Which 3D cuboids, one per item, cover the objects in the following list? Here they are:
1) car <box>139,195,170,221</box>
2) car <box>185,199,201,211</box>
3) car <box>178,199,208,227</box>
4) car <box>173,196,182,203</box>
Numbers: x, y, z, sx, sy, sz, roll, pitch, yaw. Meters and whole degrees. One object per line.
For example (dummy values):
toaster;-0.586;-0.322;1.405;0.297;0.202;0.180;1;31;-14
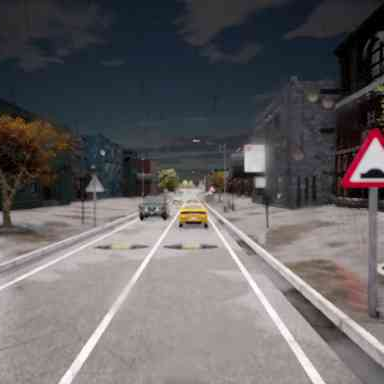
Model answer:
car;-3.096;1.282;28.325;2.150;2.045;5.566;0;0;0
car;0.102;1.635;41.964;1.994;1.385;4.181;0;0;0
car;0.097;1.530;23.590;1.882;1.535;5.008;0;0;0
car;-2.995;1.512;70.367;1.812;1.442;4.674;0;0;0
